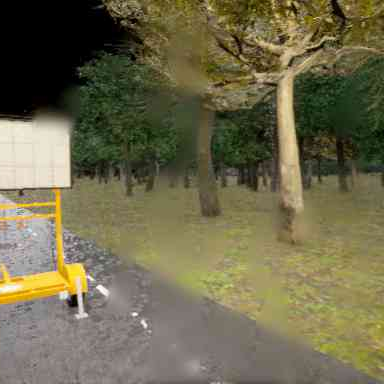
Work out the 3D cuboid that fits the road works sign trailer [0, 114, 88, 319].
[{"bbox_3d":[-3.509,0.372,6.241,2.380,3.560,2.880,-2,2,-33],"label":"road works sign trailer"}]
